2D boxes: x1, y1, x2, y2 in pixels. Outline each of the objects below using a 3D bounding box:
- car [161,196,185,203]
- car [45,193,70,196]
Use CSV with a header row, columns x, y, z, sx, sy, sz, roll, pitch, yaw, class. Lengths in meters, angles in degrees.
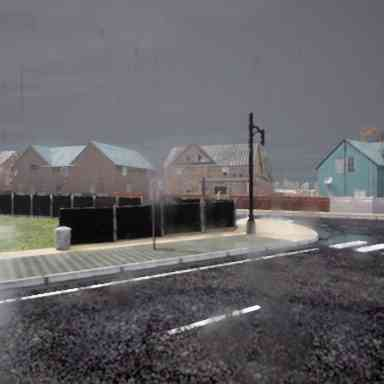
x,y,z,sx,sy,sz,roll,pitch,yaw,class
-1.184,1.072,25.359,5.008,1.535,1.882,1,0,18,car
-11.328,0.906,28.831,5.008,1.535,1.882,1,0,19,car
